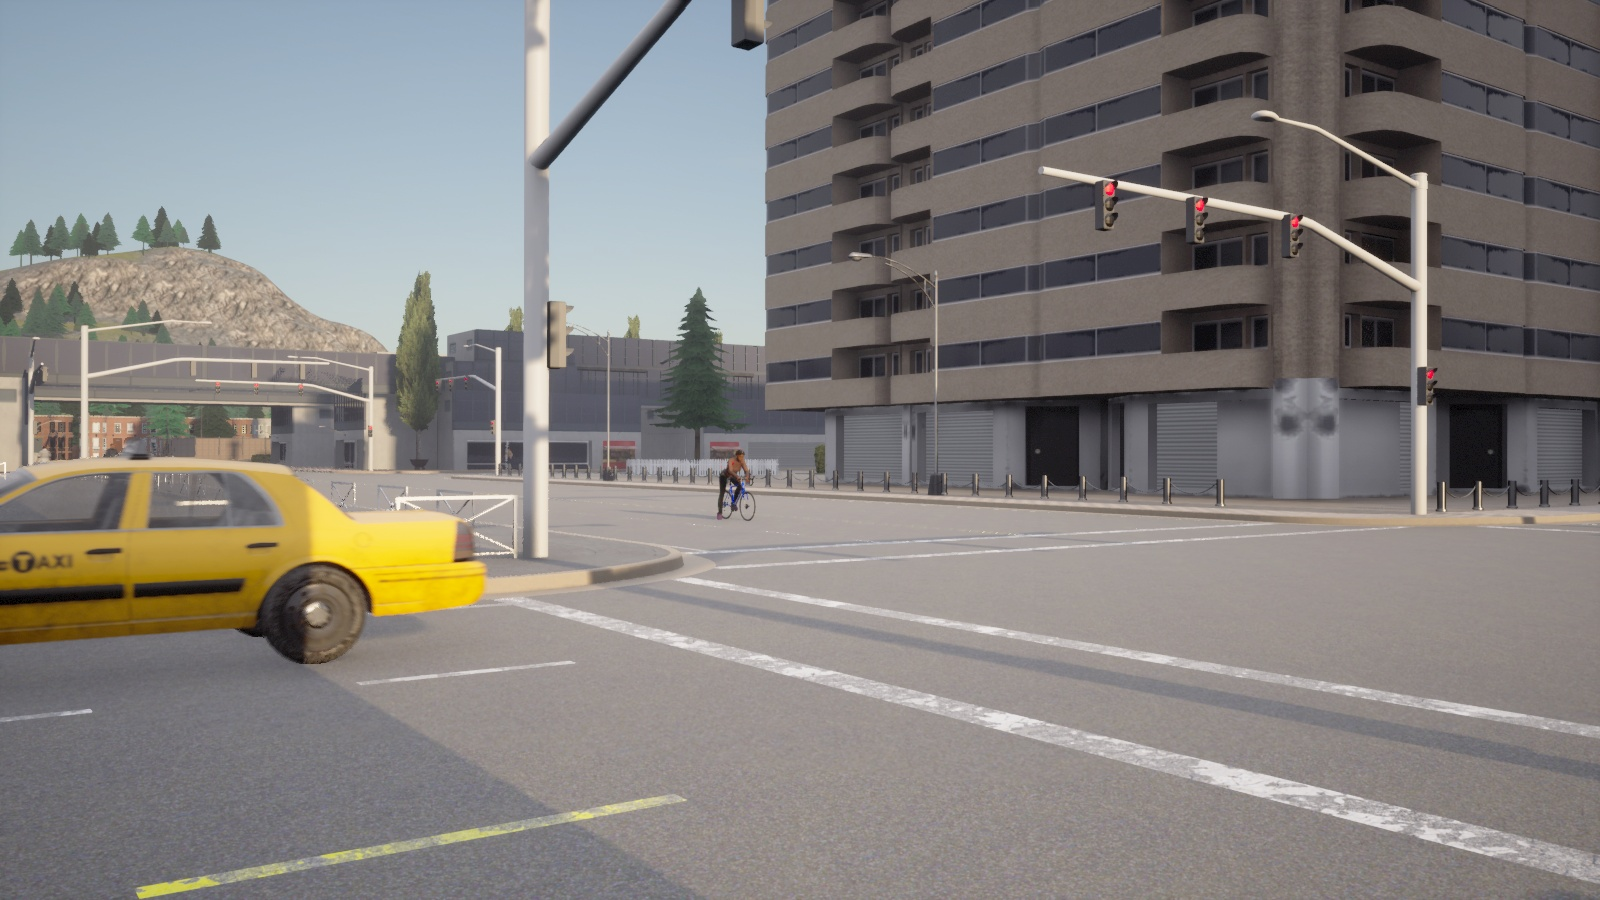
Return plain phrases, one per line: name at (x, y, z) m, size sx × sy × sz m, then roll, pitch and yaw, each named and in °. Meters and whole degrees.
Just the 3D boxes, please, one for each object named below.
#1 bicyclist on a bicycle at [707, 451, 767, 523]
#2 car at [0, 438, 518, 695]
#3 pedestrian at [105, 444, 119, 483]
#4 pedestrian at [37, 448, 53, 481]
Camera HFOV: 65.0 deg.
bicyclist on a bicycle at (-1.467, 0.827, 28.998) m, size 0.582 × 1.620 × 1.656 m, roll 0°, pitch 0°, yaw -35°
car at (-4.868, 0.716, 8.799) m, size 5.366 × 1.575 × 1.801 m, roll 0°, pitch 0°, yaw -35°
pedestrian at (-34.656, 0.687, 63.281) m, size 0.423 × 1.949 × 0.788 m, roll 0°, pitch 0°, yaw -43°
pedestrian at (-45.288, 0.859, 75.331) m, size 0.873 × 1.952 × 0.659 m, roll 0°, pitch 0°, yaw 45°
